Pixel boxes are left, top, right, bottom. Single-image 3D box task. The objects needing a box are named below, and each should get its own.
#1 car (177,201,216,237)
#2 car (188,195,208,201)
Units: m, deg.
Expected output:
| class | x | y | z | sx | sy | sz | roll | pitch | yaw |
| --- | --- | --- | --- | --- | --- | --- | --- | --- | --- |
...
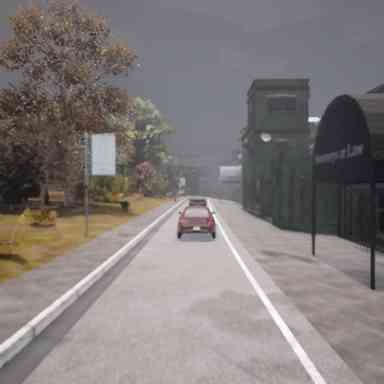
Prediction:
| class | x | y | z | sx | sy | sz | roll | pitch | yaw |
| --- | --- | --- | --- | --- | --- | --- | --- | --- | --- |
| car | 0.242 | 1.419 | 17.109 | 1.812 | 1.442 | 4.674 | 0 | 1 | 1 |
| car | 0.623 | 1.089 | 35.187 | 1.837 | 1.490 | 4.892 | 0 | 1 | 2 |
